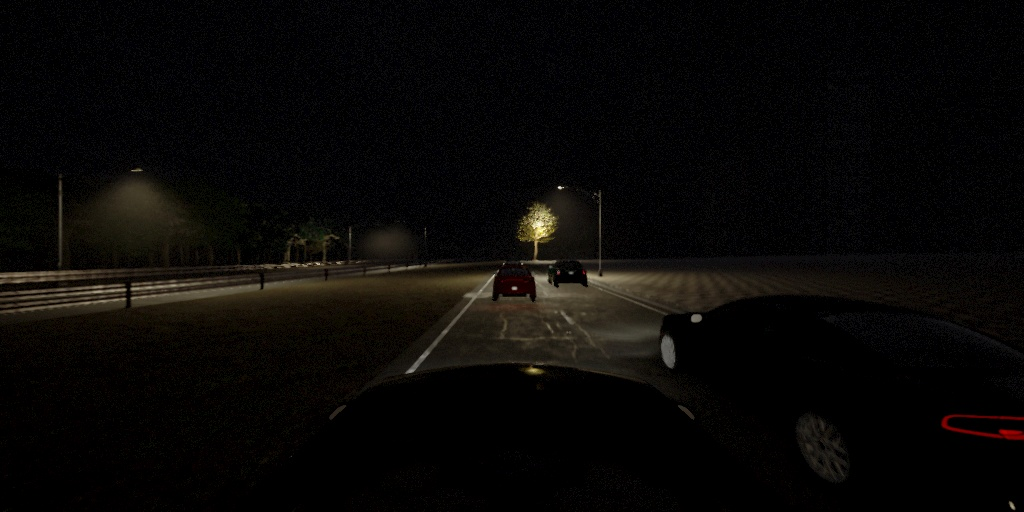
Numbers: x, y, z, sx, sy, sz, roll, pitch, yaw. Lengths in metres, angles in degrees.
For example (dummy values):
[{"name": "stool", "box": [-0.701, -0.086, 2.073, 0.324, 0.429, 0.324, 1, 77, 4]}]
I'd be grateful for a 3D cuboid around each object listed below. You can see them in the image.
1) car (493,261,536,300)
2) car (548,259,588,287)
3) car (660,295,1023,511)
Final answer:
[{"name": "car", "box": [0.111, 1.197, 17.392, 1.882, 1.535, 5.008, 0, 0, 0]}, {"name": "car", "box": [3.601, 1.051, 23.874, 2.097, 1.767, 4.553, 0, 0, 0]}, {"name": "car", "box": [3.601, 1.226, 4.528, 1.882, 1.535, 5.008, 0, 0, 0]}]
